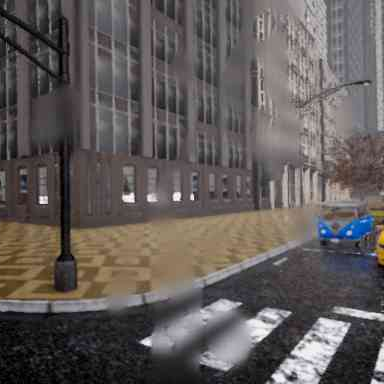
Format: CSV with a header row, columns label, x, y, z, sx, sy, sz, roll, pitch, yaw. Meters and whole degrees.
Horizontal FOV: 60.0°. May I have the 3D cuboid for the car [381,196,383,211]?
label,x,y,z,sx,sy,sz,roll,pitch,yaw
car,22.619,1.279,37.368,1.967,1.590,4.097,-1,0,35

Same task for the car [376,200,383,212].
label,x,y,z,sx,sy,sz,roll,pitch,yaw
car,12.937,1.446,23.453,1.752,1.417,4.829,-1,0,35

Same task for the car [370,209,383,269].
label,x,y,z,sx,sy,sz,roll,pitch,yaw
car,7.078,1.419,10.475,1.882,1.535,5.008,-1,0,35

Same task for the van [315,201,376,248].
label,x,y,z,sx,sy,sz,roll,pitch,yaw
van,6.641,1.318,14.410,1.690,1.788,3.998,-1,0,35
